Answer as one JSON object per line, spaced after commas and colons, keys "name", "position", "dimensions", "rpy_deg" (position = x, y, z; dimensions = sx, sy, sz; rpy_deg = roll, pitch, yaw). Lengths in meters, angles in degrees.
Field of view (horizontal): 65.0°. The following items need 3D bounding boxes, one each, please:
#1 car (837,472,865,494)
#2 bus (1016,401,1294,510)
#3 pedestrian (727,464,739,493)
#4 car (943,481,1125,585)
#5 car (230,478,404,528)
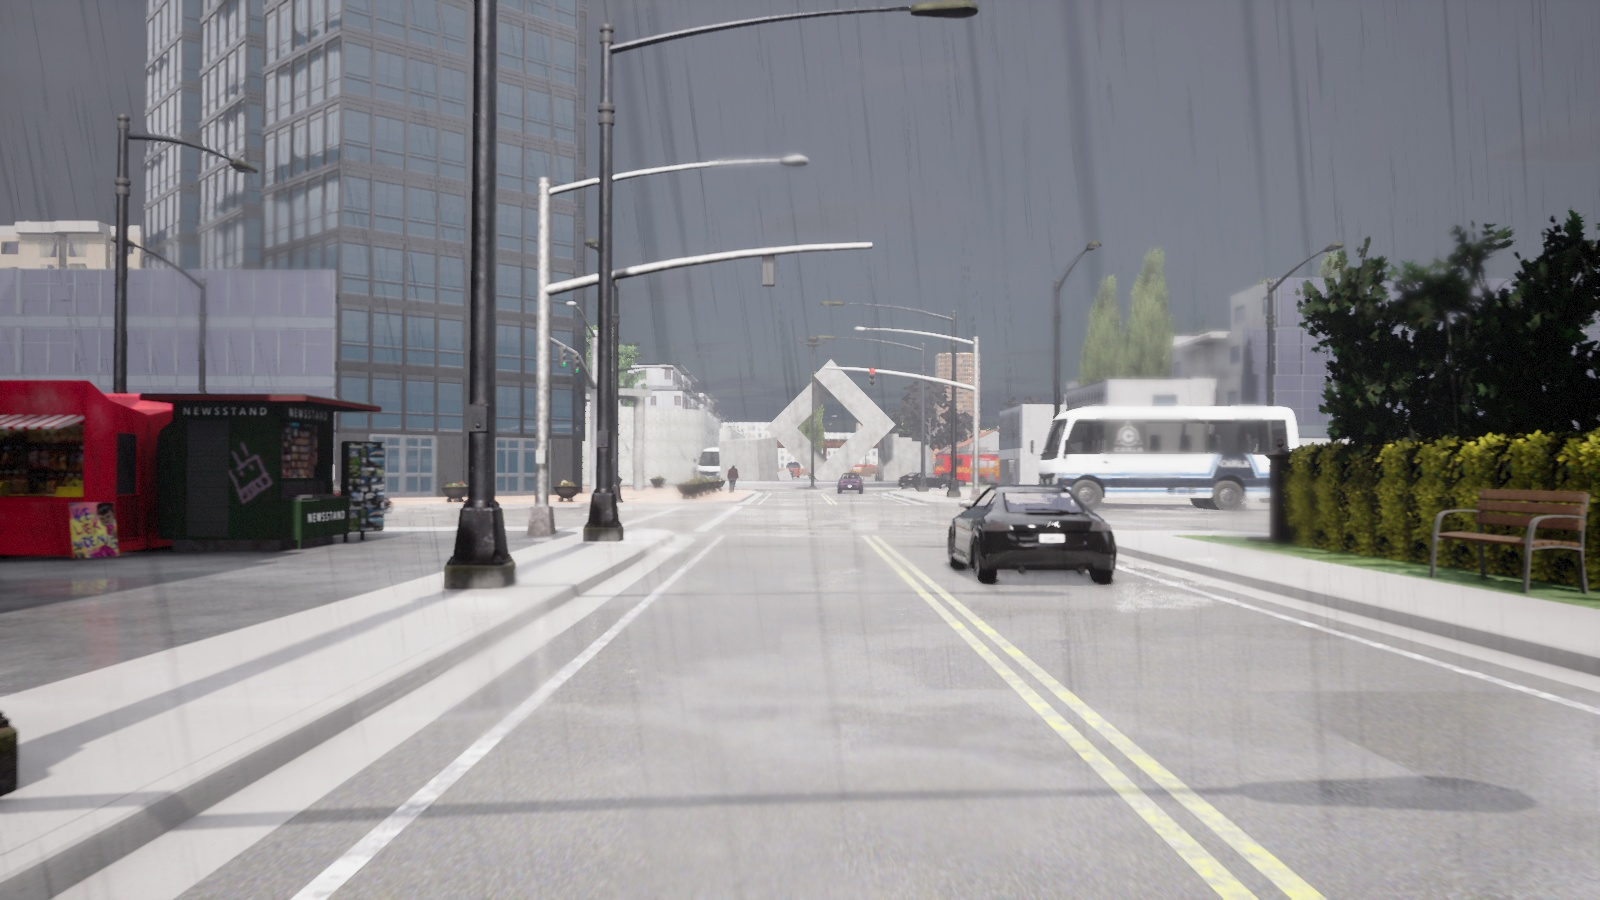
{"name": "car", "position": [3.582, 2.292, 88.318], "dimensions": [1.816, 1.474, 4.193], "rpy_deg": [0, -1, 4]}
{"name": "bus", "position": [14.341, 0.237, 51.522], "dimensions": [10.273, 4.253, 3.944], "rpy_deg": [0, -1, 0]}
{"name": "pedestrian", "position": [-4.272, 1.832, 79.783], "dimensions": [0.634, 1.844, 0.899], "rpy_deg": [0, -1, 3]}
{"name": "car", "position": [3.453, 1.188, 19.348], "dimensions": [1.994, 1.385, 4.181], "rpy_deg": [0, -1, 0]}
{"name": "car", "position": [-15.569, 1.692, 40.675], "dimensions": [4.792, 1.488, 2.163], "rpy_deg": [-1, -1, -1]}
